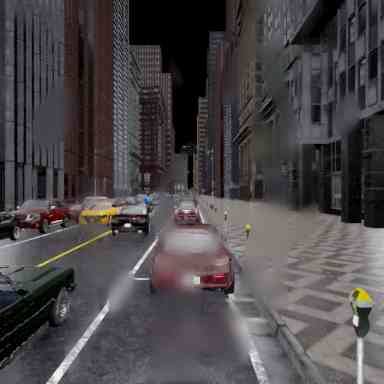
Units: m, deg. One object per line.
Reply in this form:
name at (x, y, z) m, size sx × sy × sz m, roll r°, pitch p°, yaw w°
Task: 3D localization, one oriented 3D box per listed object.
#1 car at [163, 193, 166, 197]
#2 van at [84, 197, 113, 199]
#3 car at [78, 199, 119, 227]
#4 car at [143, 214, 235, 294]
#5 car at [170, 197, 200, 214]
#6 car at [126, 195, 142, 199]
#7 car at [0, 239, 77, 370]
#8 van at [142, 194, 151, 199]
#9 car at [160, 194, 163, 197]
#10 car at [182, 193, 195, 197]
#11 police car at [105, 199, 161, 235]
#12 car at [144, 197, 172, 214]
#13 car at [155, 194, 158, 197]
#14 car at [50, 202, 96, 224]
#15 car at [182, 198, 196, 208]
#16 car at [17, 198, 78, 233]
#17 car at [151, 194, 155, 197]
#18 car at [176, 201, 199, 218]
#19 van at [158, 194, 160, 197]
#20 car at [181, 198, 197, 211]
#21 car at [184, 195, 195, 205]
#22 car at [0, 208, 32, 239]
car at (-8.912, 1.324, 87.347) m, size 2.192 × 1.841 × 5.009 m, roll 0°, pitch 0°, yaw 0°
van at (-8.911, 1.340, 30.980) m, size 1.690 × 1.788 × 3.998 m, roll 0°, pitch 0°, yaw 0°
car at (-6.245, 1.477, 23.253) m, size 1.882 × 1.535 × 5.008 m, roll 0°, pitch 0°, yaw 0°
car at (0.003, 1.525, 8.651) m, size 1.812 × 1.442 × 4.674 m, roll 0°, pitch 0°, yaw 0°
car at (-0.386, 1.439, 25.353) m, size 1.967 × 1.590 × 4.097 m, roll 0°, pitch 0°, yaw 0°
car at (-8.911, 1.439, 47.891) m, size 1.967 × 1.590 × 4.097 m, roll 0°, pitch 0°, yaw 0°
car at (-3.051, 1.600, 4.043) m, size 1.895 × 1.301 × 4.718 m, roll 0°, pitch 0°, yaw 0°
van at (-8.911, 1.340, 59.164) m, size 1.690 × 1.788 × 3.998 m, roll 0°, pitch 0°, yaw 0°
car at (-8.911, 1.447, 81.710) m, size 1.967 × 1.590 × 4.097 m, roll 0°, pitch 0°, yaw 0°
car at (-0.386, 1.314, 36.627) m, size 2.192 × 1.841 × 5.009 m, roll 0°, pitch 0°, yaw 0°
police car at (-3.144, 1.424, 18.825) m, size 1.930 × 1.638 × 5.238 m, roll 0°, pitch 0°, yaw 0°
car at (-3.053, 1.491, 32.017) m, size 2.128 × 1.511 × 4.902 m, roll 0°, pitch 0°, yaw 0°
car at (-8.911, 1.553, 70.437) m, size 2.008 × 1.369 × 4.403 m, roll 0°, pitch 0°, yaw 0°
car at (-8.910, 1.544, 25.344) m, size 1.887 × 1.381 × 4.507 m, roll 0°, pitch 0°, yaw 0°
car at (-0.385, 1.565, 47.899) m, size 1.947 × 1.339 × 4.313 m, roll 0°, pitch 0°, yaw 0°
car at (-8.911, 1.314, 19.706) m, size 2.192 × 1.841 × 5.009 m, roll 0°, pitch 0°, yaw 0°
car at (-8.911, 1.526, 64.631) m, size 1.752 × 1.417 × 4.829 m, roll 0°, pitch 0°, yaw 0°
car at (-0.385, 1.565, 30.990) m, size 1.947 × 1.339 × 4.313 m, roll 0°, pitch 0°, yaw 0°
van at (-8.911, 1.345, 76.073) m, size 1.690 × 1.788 × 3.998 m, roll 0°, pitch 0°, yaw 0°
car at (-0.385, 1.544, 42.263) m, size 1.887 × 1.381 × 4.507 m, roll 0°, pitch 0°, yaw 0°
car at (-0.386, 1.439, 59.171) m, size 1.967 × 1.590 × 4.097 m, roll 0°, pitch 0°, yaw 0°
car at (-8.910, 1.565, 14.070) m, size 1.947 × 1.339 × 4.313 m, roll 0°, pitch 0°, yaw 0°
